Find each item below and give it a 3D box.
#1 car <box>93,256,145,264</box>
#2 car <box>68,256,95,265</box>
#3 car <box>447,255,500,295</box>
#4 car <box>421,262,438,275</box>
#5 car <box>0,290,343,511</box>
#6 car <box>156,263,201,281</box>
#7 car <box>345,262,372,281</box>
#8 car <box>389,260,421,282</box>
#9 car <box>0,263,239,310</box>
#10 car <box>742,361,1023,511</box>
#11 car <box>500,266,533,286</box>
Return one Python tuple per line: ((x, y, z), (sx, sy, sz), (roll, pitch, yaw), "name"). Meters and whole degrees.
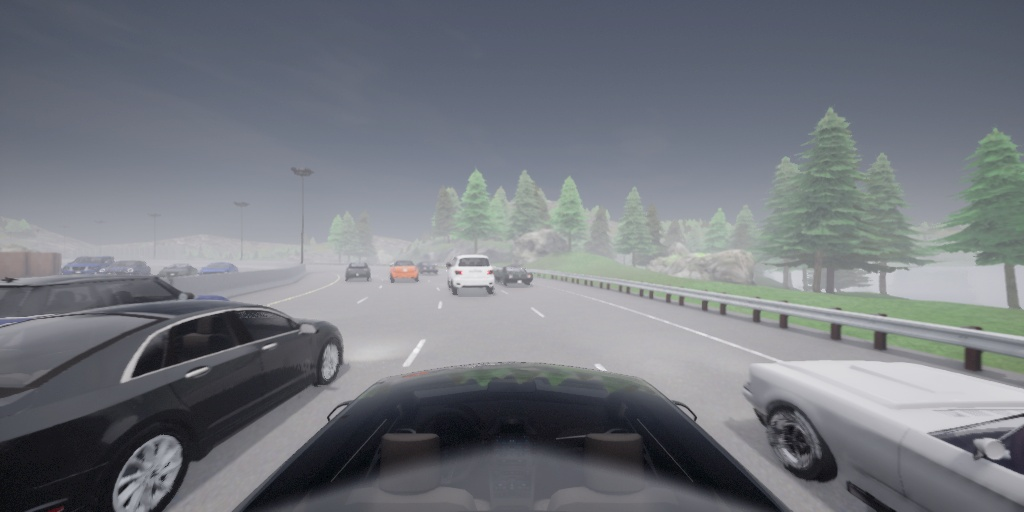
((-32.441, 1.148, 30.198), (2.097, 1.767, 4.553), (0, 0, -30), "car")
((-37.556, 1.021, 32.089), (2.150, 2.045, 5.566), (0, 0, -34), "car")
((-2.437, 0.988, 20.342), (2.150, 2.045, 5.566), (0, 0, -13), "car")
((-9.705, 1.335, 39.979), (2.033, 1.411, 5.357), (0, 0, -27), "car")
((-3.659, 1.258, 4.048), (1.837, 1.490, 4.892), (0, 0, -2), "car")
((-29.216, 1.359, 31.565), (1.994, 1.385, 4.181), (0, 0, -29), "car")
((-13.044, 1.274, 30.477), (2.128, 1.511, 4.902), (0, 0, -21), "car")
((-9.046, 1.131, 29.760), (2.097, 1.767, 4.553), (0, 0, -20), "car")
((-7.344, 1.111, 6.545), (2.097, 1.767, 4.553), (0, 0, -5), "car")
((3.461, 1.348, 1.738), (1.895, 1.301, 4.718), (0, 0, -1), "car")
((-0.130, 1.370, 25.307), (1.895, 1.301, 4.718), (0, 0, -16), "car")
